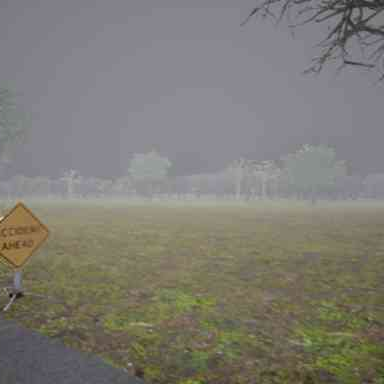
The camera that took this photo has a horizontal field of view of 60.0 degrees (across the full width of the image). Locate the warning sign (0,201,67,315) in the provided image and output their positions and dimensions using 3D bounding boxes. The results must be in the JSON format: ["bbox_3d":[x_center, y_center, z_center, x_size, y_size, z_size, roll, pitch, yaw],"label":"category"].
[{"bbox_3d":[-3.283,1.111,6.289,1.060,1.860,1.300,1,0,35],"label":"warning sign"}]
